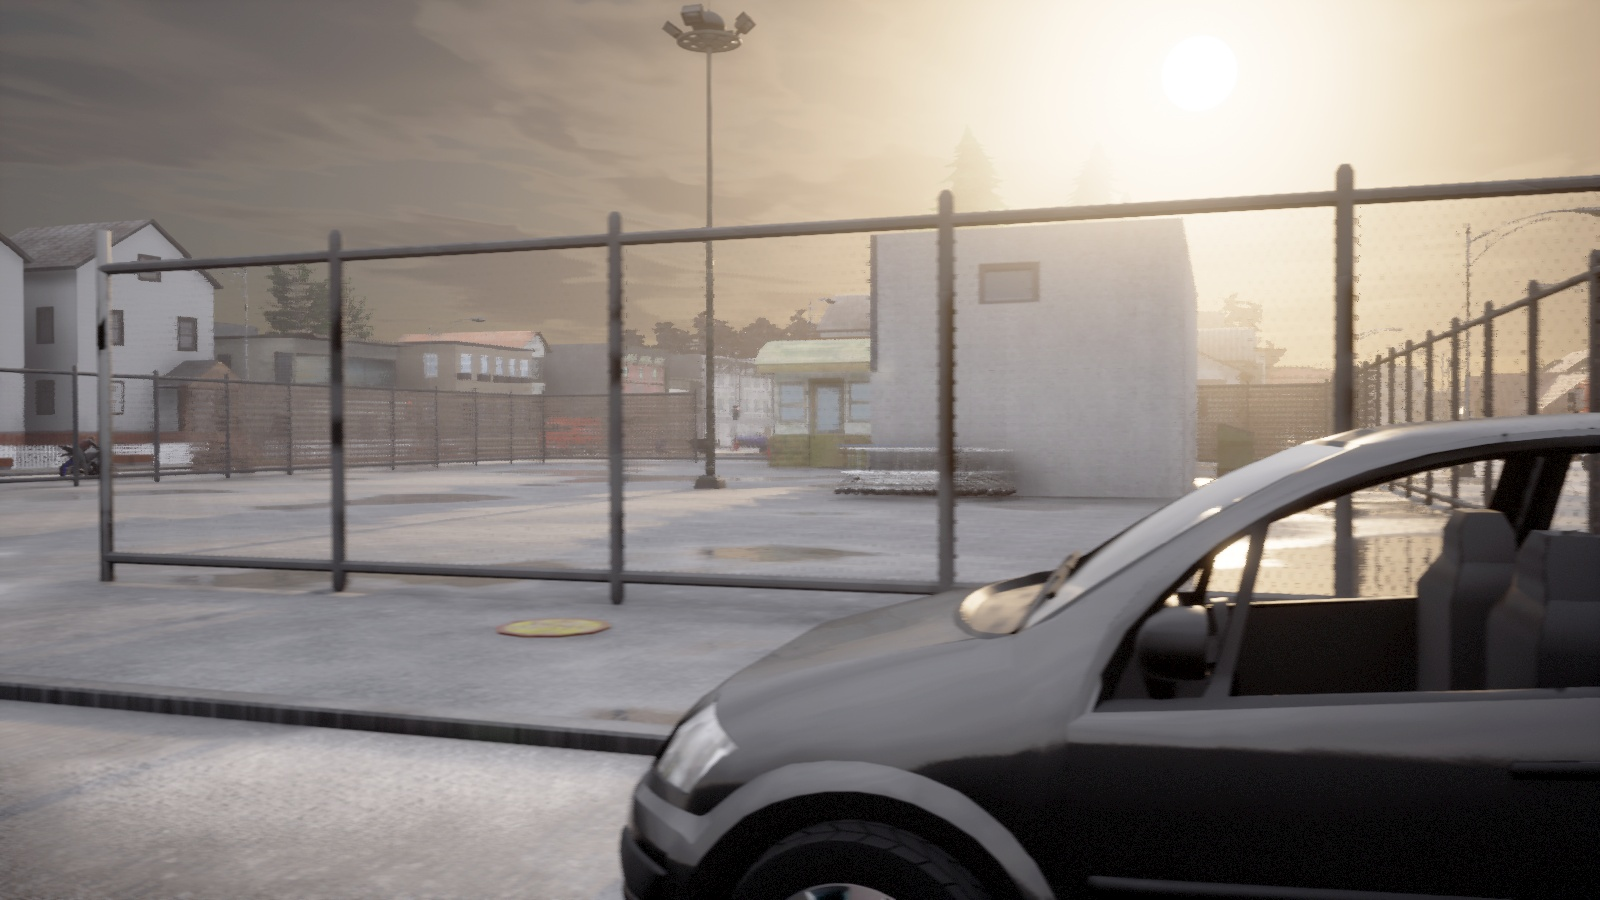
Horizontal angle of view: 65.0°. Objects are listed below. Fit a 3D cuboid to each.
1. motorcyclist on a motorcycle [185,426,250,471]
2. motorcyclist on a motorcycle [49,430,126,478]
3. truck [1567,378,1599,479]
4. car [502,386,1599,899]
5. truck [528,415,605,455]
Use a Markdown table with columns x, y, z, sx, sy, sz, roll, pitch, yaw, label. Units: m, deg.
| x | y | z | sx | sy | sz | roll | pitch | yaw | label |
| --- | --- | --- | --- | --- | --- | --- | --- | --- | --- |
| -21.826 | -0.056 | 47.096 | 0.766 | 1.649 | 2.350 | 1 | 1 | 20 | motorcyclist on a motorcycle |
| -23.622 | 0.109 | 41.678 | 0.866 | 1.530 | 2.191 | 1 | 1 | 19 | motorcyclist on a motorcycle |
| 28.736 | -0.731 | 42.599 | 2.891 | 3.462 | 7.936 | 1 | 1 | 19 | truck |
| 1.490 | 0.679 | 3.215 | 3.988 | 1.617 | 1.851 | 0 | 1 | 16 | car |
| -14.835 | -0.996 | 80.218 | 2.627 | 2.467 | 5.204 | 1 | 1 | 19 | truck |
